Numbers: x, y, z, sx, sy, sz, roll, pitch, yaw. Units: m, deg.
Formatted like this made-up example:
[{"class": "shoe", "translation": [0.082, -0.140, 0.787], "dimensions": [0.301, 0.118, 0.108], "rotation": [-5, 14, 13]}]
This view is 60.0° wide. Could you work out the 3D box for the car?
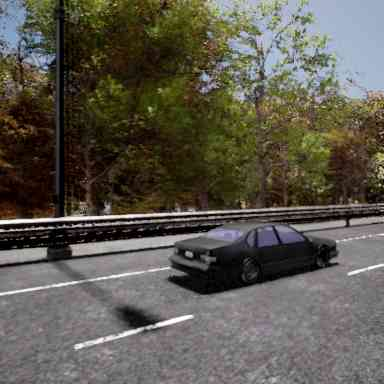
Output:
[{"class": "car", "translation": [1.968, 1.548, 9.487], "dimensions": [5.357, 1.411, 2.033], "rotation": [0, 0, -36]}]
